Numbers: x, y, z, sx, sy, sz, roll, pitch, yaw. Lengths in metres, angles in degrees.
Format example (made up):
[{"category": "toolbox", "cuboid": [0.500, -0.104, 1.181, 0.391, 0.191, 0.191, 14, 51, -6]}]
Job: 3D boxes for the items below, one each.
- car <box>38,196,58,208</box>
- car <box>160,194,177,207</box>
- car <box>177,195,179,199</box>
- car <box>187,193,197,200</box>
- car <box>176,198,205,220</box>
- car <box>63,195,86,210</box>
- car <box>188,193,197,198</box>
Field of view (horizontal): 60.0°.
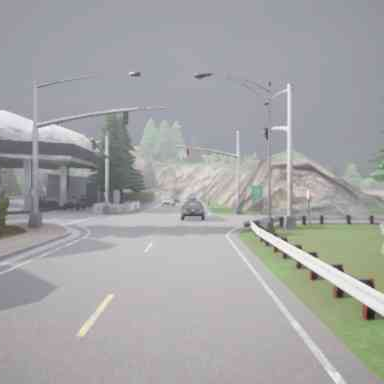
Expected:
[{"category": "car", "cuboid": [-20.234, 1.427, 45.743, 2.242, 1.667, 4.611, 0, 0, -1]}, {"category": "car", "cuboid": [-3.578, 1.469, 49.664, 1.812, 1.442, 4.674, 0, 0, 0]}, {"category": "car", "cuboid": [-3.523, 1.277, 65.248, 2.097, 1.767, 4.553, 0, 0, 1]}, {"category": "car", "cuboid": [0.000, 1.095, 80.540, 2.097, 1.767, 4.553, 0, 0, -2]}, {"category": "car", "cuboid": [0.081, 1.421, 26.923, 2.033, 1.411, 5.357, 0, 0, 0]}, {"category": "car", "cuboid": [-14.527, 1.265, 41.464, 1.905, 1.878, 3.866, 0, 0, -1]}, {"category": "car", "cuboid": [0.002, 1.436, 70.567, 1.812, 1.442, 4.674, 0, 0, 0]}]
